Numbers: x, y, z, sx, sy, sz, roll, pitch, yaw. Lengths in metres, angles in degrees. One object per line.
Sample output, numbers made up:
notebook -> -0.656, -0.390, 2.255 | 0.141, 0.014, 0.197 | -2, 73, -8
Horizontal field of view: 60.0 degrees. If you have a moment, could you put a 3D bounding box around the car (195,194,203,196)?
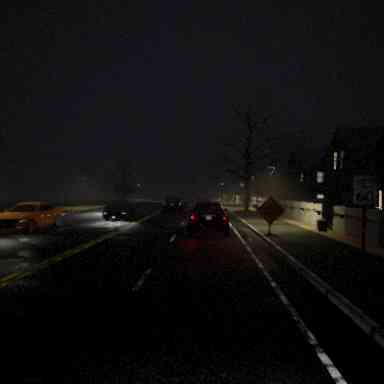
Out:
car -> 1.576, 1.394, 44.953 | 1.882, 1.535, 5.008 | 1, 0, 1

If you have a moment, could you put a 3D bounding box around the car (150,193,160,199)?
car -> -8.479, 1.000, 77.295 | 1.994, 1.385, 4.181 | 1, 0, -1

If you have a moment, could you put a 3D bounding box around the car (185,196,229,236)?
car -> 0.916, 1.313, 18.555 | 2.097, 1.767, 4.553 | 1, 0, 2

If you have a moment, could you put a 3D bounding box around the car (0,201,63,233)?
car -> -9.025, 1.310, 18.639 | 1.882, 1.535, 5.008 | 1, 0, 2

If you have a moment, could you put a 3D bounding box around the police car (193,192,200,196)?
police car -> 1.994, 1.300, 85.910 | 1.930, 1.638, 5.238 | 1, 0, -2

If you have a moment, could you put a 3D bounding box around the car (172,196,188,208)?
car -> -1.686, 1.362, 47.932 | 2.128, 1.511, 4.902 | 1, 0, 1

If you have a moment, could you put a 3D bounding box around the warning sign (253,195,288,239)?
warning sign -> 3.583, 1.119, 15.246 | 1.300, 1.860, 1.060 | 2, 1, 2

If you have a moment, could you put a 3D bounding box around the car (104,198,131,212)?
car -> -8.356, 1.449, 37.810 | 1.895, 1.301, 4.718 | 1, 0, 1

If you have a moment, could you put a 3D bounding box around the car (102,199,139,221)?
car -> -5.486, 1.411, 26.361 | 2.033, 1.411, 5.357 | 1, 0, 2

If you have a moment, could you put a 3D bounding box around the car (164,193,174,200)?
car -> -5.230, 1.024, 77.381 | 2.033, 1.411, 5.357 | 1, 0, -1

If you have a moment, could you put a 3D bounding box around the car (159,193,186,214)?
car -> -1.871, 1.244, 34.650 | 2.097, 1.767, 4.553 | 1, 0, 2
